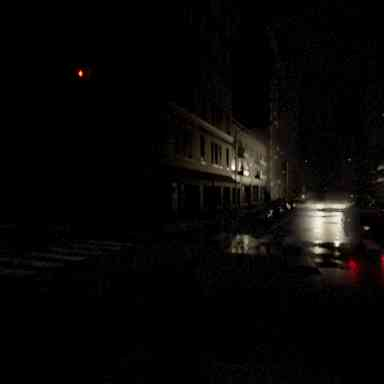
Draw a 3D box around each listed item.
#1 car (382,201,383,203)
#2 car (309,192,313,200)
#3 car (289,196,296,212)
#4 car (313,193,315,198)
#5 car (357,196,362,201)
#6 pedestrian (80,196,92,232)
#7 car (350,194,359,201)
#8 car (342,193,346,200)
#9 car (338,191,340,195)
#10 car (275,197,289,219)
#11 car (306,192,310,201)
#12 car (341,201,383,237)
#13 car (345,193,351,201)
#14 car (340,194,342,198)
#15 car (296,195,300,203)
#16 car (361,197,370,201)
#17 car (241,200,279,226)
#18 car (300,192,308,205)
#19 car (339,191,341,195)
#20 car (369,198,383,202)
[{"bbox_3d":[12.363,1.445,19.122,1.947,1.339,4.313,1,1,22],"label":"car"},{"bbox_3d":[23.262,1.142,68.416,1.947,1.339,4.313,1,1,22],"label":"car"},{"bbox_3d":[8.644,1.354,32.578,2.008,1.369,4.403,1,1,22],"label":"car"},{"bbox_3d":[25.352,0.858,73.533,2.192,1.841,5.009,1,1,22],"label":"car"},{"bbox_3d":[18.629,1.329,34.485,1.887,1.381,4.507,1,1,22],"label":"car"},{"bbox_3d":[-5.205,1.043,16.405,0.375,1.860,0.375,0,-1,22],"label":"pedestrian"},{"bbox_3d":[22.807,1.286,44.727,1.947,1.339,4.313,1,1,22],"label":"car"},{"bbox_3d":[31.162,1.155,65.211,1.947,1.339,4.313,1,1,22],"label":"car"},{"bbox_3d":[39.518,0.898,85.694,1.967,1.590,4.097,1,1,22],"label":"car"},{"bbox_3d":[6.555,1.401,27.458,1.947,1.339,4.313,1,1,22],"label":"car"},{"bbox_3d":[19.085,1.208,58.177,1.947,1.339,4.313,1,1,22],"label":"car"},{"bbox_3d":[8.824,1.419,17.237,1.812,1.442,4.674,0,0,22],"label":"car"},{"bbox_3d":[26.984,1.206,54.969,2.008,1.369,4.403,1,1,22],"label":"car"},{"bbox_3d":[35.340,1.088,75.454,1.947,1.339,4.313,1,1,22],"label":"car"},{"bbox_3d":[10.732,1.316,37.697,1.887,1.381,4.507,1,1,22],"label":"car"},{"bbox_3d":[16.540,1.367,29.364,2.008,1.369,4.403,1,1,22],"label":"car"},{"bbox_3d":[4.467,1.449,22.339,1.802,1.307,4.206,1,1,22],"label":"car"},{"bbox_3d":[16.933,1.201,52.899,1.752,1.417,4.829,1,1,22],"label":"car"},{"bbox_3d":[37.430,0.930,80.573,1.967,1.590,4.097,1,1,22],"label":"car"},{"bbox_3d":[14.452,1.393,24.243,1.887,1.381,4.507,1,1,22],"label":"car"}]
